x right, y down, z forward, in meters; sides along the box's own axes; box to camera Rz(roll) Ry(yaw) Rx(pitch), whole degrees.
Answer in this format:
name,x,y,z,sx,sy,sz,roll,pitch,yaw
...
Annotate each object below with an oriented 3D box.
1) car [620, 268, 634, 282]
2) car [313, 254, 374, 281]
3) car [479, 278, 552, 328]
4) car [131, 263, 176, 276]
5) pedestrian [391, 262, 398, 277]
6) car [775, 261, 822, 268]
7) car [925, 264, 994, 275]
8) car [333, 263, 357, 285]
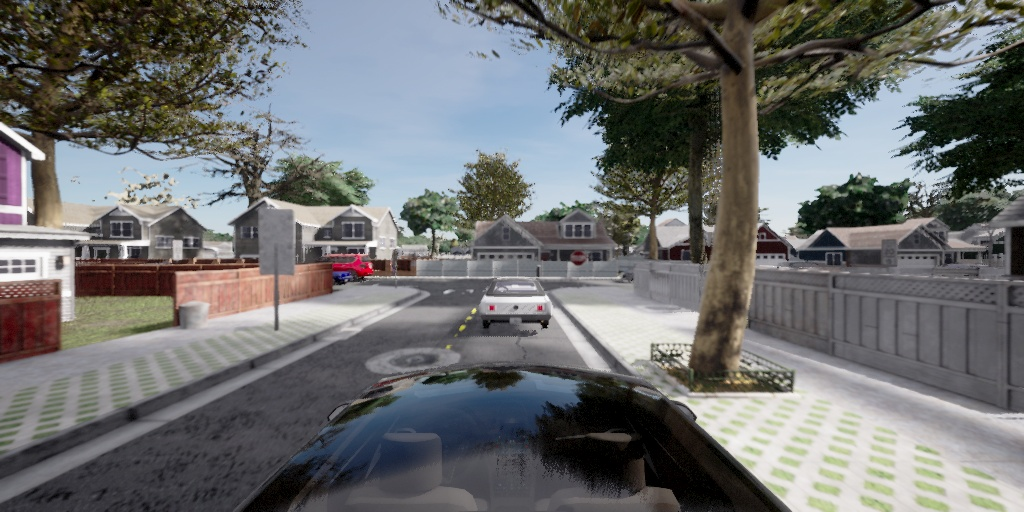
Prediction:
name,x,y,z,sx,sy,sz,roll,pitch,yaw
car,10.717,1.268,27.064,4.902,1.511,2.128,0,1,-1
car,-13.396,0.898,27.014,5.566,2.045,2.150,0,1,-3
car,0.102,1.347,11.323,1.895,1.301,4.718,0,0,0
car,-23.090,1.196,23.768,4.674,1.442,1.812,0,1,0
pedestrian,-9.770,0.805,29.759,0.375,1.860,0.375,0,0,-1
car,20.995,1.167,27.164,4.553,1.767,2.097,0,1,-1
car,34.324,1.356,27.290,4.902,1.511,2.128,0,1,0
car,-13.244,1.310,23.869,4.718,1.301,1.895,0,1,-1
